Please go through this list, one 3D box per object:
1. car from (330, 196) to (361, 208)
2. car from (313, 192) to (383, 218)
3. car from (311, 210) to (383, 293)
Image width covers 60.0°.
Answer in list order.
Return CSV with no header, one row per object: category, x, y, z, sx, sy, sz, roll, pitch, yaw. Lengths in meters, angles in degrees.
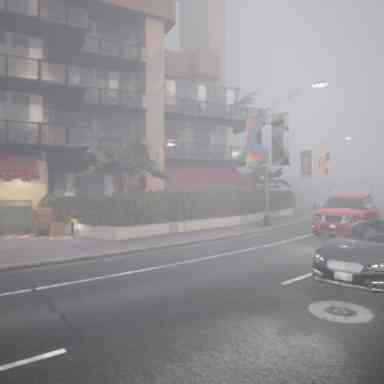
car,22.300,1.412,48.433,1.837,1.490,4.892,0,0,-6
car,8.009,1.168,17.035,2.150,2.045,5.566,0,0,39
car,4.874,1.461,8.585,4.902,1.511,2.128,0,0,-44
